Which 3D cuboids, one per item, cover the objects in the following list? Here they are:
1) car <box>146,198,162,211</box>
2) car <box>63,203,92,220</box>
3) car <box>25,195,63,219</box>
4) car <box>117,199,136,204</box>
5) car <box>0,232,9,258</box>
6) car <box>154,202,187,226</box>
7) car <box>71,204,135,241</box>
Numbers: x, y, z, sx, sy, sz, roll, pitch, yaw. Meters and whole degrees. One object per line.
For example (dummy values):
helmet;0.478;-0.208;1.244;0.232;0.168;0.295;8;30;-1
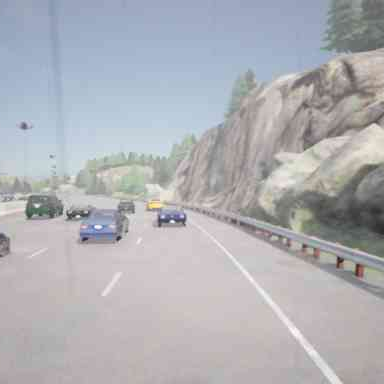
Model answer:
car;-4.687;1.501;41.463;1.882;1.535;5.008;0;0;-12
car;-9.292;1.631;28.370;1.895;1.301;4.718;0;0;-9
car;-13.045;1.260;29.695;2.150;2.045;5.566;0;0;-9
car;-7.382;1.520;37.319;2.128;1.511;4.902;0;0;-11
car;-7.304;1.545;9.878;1.812;1.442;4.674;0;0;-3
car;-1.529;1.612;23.471;1.895;1.301;4.718;0;0;-7
car;-4.297;1.562;16.891;2.033;1.411;5.357;0;0;-5
